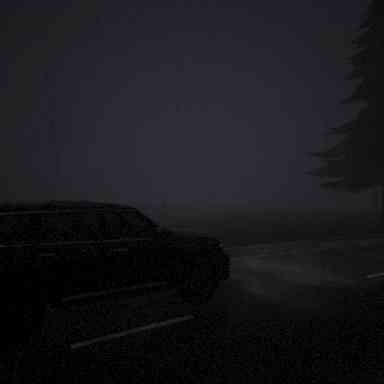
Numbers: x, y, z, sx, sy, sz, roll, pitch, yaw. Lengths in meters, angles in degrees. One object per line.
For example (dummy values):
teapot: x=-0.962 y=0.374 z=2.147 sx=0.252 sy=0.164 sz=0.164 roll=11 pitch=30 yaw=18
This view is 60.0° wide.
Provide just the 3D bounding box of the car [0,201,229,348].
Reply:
car: x=-1.880 y=1.195 z=6.473 sx=5.566 sy=2.045 sz=2.150 roll=0 pitch=0 yaw=-33
